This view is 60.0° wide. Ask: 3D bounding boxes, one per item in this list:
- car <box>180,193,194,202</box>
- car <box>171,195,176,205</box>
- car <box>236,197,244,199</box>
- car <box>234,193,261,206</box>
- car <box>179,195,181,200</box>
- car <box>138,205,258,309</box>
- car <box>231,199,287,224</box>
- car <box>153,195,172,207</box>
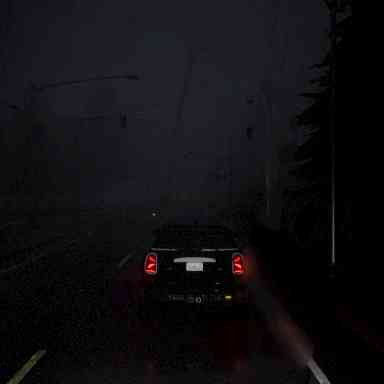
[{"bbox_3d":[-0.841,1.555,73.411,1.895,1.301,4.718,0,0,-7],"label":"car"},{"bbox_3d":[-4.045,1.475,52.796,1.837,1.490,4.892,0,0,0],"label":"car"},{"bbox_3d":[8.915,1.144,48.761,4.605,1.855,1.932,0,0,-1],"label":"car"},{"bbox_3d":[8.504,1.146,51.272,3.866,1.878,1.905,0,0,-1],"label":"car"},{"bbox_3d":[-2.115,1.158,83.545,2.097,1.767,4.553,0,0,-13],"label":"car"},{"bbox_3d":[0.072,1.352,8.047,2.097,1.767,4.553,0,0,1],"label":"car"},{"bbox_3d":[4.255,1.478,23.701,4.902,1.511,2.128,0,0,1],"label":"car"},{"bbox_3d":[-3.986,1.496,43.622,1.812,1.442,4.674,0,0,0],"label":"car"}]
